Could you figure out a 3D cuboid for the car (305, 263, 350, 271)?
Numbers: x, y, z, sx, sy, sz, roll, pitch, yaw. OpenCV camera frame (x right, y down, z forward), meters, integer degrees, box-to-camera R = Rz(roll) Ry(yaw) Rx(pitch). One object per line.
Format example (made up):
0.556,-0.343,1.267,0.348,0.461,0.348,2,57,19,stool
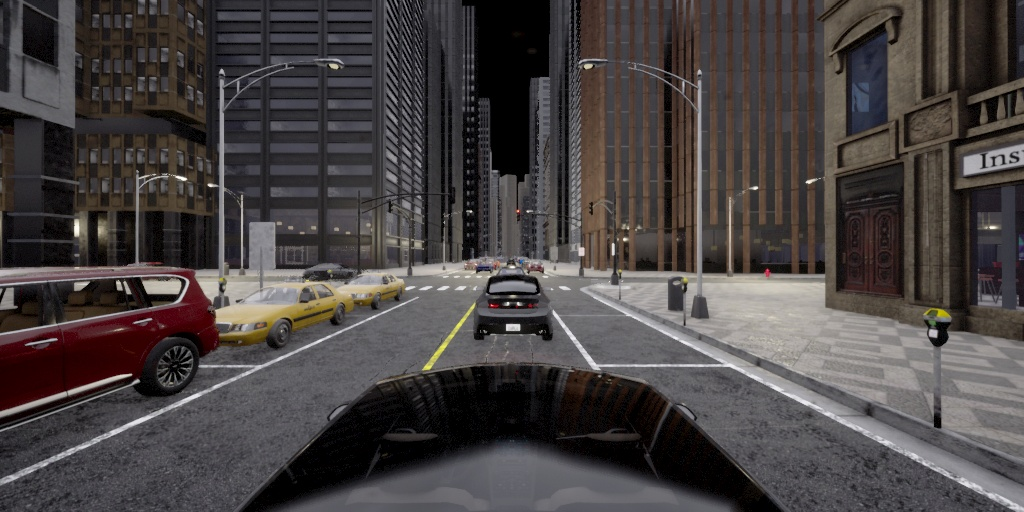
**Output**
-13.036,1.238,26.793,4.674,1.442,1.812,0,0,-3,car

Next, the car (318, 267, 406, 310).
-5.795,1.276,14.830,1.751,1.417,4.829,0,0,0,car

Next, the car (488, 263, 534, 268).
-0.046,1.298,20.253,2.033,1.411,5.357,0,0,0,car

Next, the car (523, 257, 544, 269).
2.662,1.196,41.816,1.967,1.591,4.097,0,0,0,car

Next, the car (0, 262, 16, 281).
-40.730,1.175,26.460,5.357,1.411,2.033,0,0,0,car

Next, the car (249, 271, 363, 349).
-5.780,1.276,9.229,1.751,1.417,4.829,0,0,0,car

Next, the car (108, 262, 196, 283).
-26.577,1.196,26.570,4.674,1.442,1.812,0,0,-1,car

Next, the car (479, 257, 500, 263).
-3.213,1.111,52.024,2.097,1.767,4.553,0,0,0,car

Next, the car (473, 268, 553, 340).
0.036,1.255,9.924,1.837,1.490,4.892,0,0,0,car

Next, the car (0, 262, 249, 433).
-5.767,1.065,3.797,2.192,1.841,5.009,0,0,0,car

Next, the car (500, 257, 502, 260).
-3.222,1.115,61.974,2.097,1.767,4.553,0,0,0,car

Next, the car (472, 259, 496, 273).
-3.192,1.357,42.330,1.895,1.301,4.718,0,0,0,car

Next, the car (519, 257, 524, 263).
2.620,1.312,58.643,2.007,1.370,4.403,0,0,0,car

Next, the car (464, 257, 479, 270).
-5.891,1.199,52.994,1.967,1.591,4.097,0,0,0,car
